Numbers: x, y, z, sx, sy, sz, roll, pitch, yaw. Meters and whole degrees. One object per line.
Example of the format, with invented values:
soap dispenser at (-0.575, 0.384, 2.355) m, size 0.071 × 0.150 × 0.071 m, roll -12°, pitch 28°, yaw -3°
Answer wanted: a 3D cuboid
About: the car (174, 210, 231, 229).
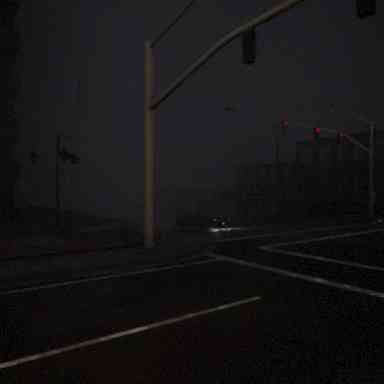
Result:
car at (0.686, 2.152, 26.226) m, size 2.033 × 1.411 × 5.357 m, roll 0°, pitch -5°, yaw -36°
